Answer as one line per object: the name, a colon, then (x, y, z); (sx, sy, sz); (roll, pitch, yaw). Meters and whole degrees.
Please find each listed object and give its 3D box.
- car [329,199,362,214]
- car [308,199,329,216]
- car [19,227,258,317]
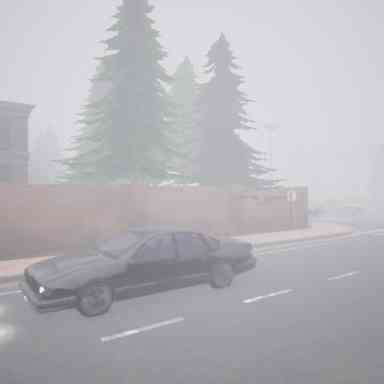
car: (15.507, 1.477, 35.569); (1.882, 1.535, 5.008); (0, 0, -35)
car: (9.767, 1.547, 31.526); (2.033, 1.411, 5.357); (0, 0, -34)
car: (-0.879, 1.547, 7.633); (5.357, 1.411, 2.033); (0, 0, -36)
